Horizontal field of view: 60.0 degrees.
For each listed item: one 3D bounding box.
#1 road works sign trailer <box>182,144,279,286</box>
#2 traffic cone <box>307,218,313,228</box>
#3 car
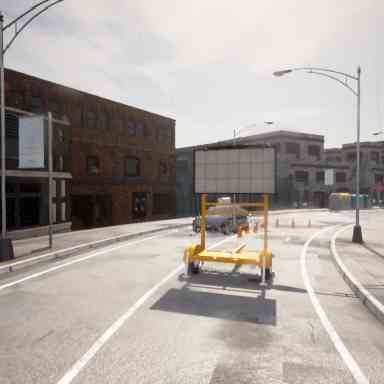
[{"bbox_3d":[1.252,0.462,9.677,2.380,3.560,2.880,0,0,20],"label":"road works sign trailer"},{"bbox_3d":[7.481,1.982,21.154,0.340,0.580,0.340,1,0,22],"label":"traffic cone"},{"bbox_3d":[1.707,1.484,18.697,1.837,1.490,4.892,0,0,28],"label":"car"}]
